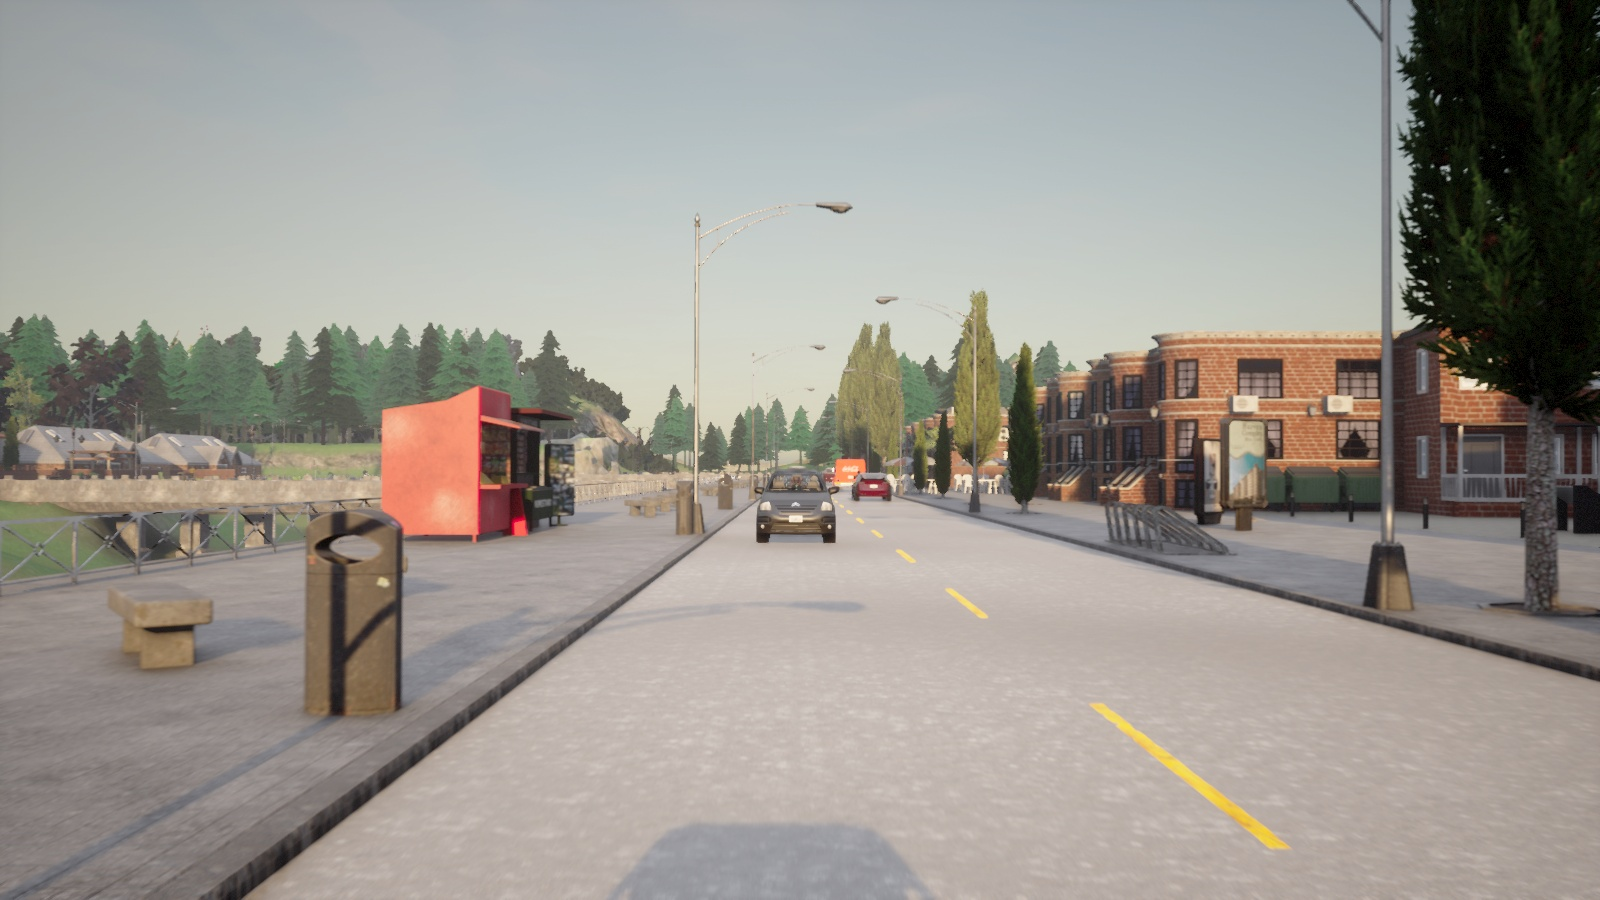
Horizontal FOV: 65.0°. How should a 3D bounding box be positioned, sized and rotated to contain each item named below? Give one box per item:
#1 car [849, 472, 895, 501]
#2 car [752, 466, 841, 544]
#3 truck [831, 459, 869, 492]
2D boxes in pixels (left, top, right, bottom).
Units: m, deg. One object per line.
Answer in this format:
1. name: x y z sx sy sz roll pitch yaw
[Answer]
1. car: 3.824 1.931 67.591 2.163 1.488 4.792 0 -1 0
2. car: -0.074 1.186 28.250 1.851 1.617 3.988 0 -1 0
3. truck: 3.750 1.912 95.509 2.627 2.467 5.204 0 -1 0
